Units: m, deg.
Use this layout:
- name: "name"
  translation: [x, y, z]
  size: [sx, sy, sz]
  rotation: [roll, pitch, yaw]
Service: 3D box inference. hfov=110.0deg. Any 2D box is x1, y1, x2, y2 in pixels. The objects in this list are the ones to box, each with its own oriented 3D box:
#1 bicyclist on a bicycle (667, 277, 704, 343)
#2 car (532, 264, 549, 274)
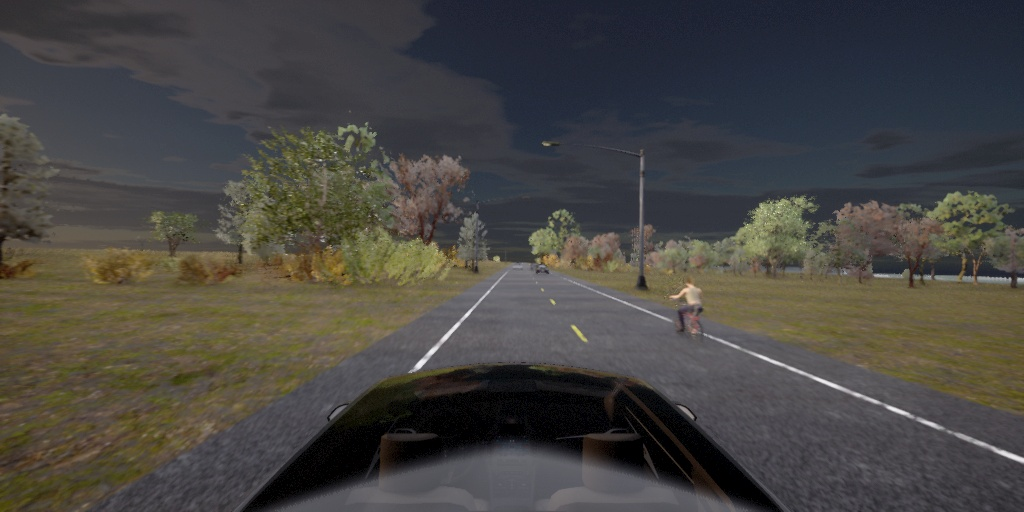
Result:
- name: "bicyclist on a bicycle"
  translation: [4.567, 1.341, 9.306]
  size: [0.866, 1.612, 1.509]
  rotation: [1, -1, 1]
- name: "car"
  translation: [4.471, 1.949, 54.032]
  size: [1.812, 1.442, 4.674]
  rotation: [1, -1, 1]
